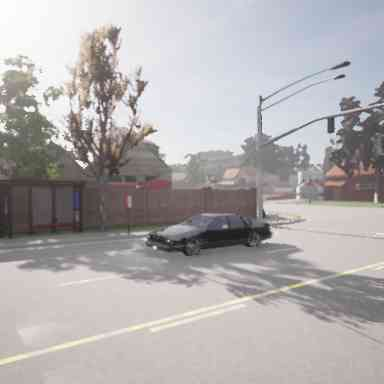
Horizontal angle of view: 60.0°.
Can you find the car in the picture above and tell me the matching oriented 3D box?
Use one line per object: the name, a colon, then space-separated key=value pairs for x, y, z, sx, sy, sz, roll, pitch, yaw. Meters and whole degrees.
car: x=0.871 y=1.557 z=13.184 sx=5.357 sy=1.411 sz=2.033 roll=0 pitch=0 yaw=-35
